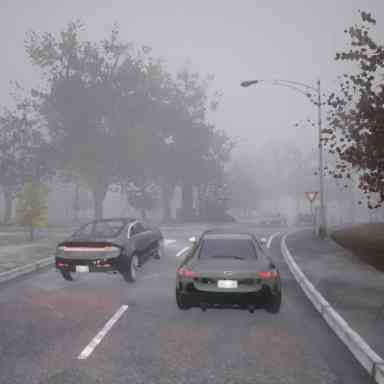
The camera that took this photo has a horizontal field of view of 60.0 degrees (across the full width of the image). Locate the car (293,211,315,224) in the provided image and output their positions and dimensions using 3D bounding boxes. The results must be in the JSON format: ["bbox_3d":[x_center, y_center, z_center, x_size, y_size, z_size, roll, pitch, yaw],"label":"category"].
[{"bbox_3d":[13.208,2.962,39.227,1.882,1.535,5.008,0,-3,10],"label":"car"}]

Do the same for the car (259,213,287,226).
[{"bbox_3d":[8.370,2.765,34.032,1.895,1.301,4.718,-2,-4,28],"label":"car"}]

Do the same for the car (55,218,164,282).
[{"bbox_3d":[-2.143,1.518,9.871,2.128,1.511,4.902,-1,0,8],"label":"car"}]

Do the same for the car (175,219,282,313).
[{"bbox_3d":[0.832,1.561,7.746,1.994,1.385,4.181,0,0,6],"label":"car"}]
